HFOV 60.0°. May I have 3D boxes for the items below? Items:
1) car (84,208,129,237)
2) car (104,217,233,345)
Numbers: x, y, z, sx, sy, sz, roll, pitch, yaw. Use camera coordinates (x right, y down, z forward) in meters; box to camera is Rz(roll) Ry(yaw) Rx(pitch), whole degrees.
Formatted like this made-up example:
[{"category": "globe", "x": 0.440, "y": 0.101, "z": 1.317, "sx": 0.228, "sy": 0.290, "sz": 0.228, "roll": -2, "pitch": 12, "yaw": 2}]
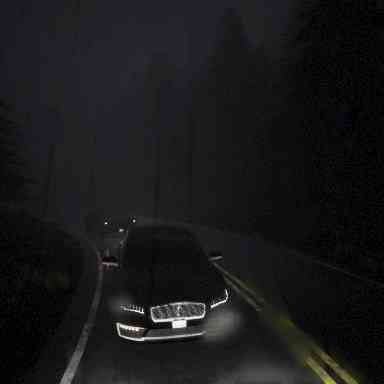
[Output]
[{"category": "car", "x": -4.618, "y": 1.609, "z": 18.511, "sx": 1.895, "sy": 1.301, "sz": 4.718, "roll": -3, "pitch": 1, "yaw": -29}, {"category": "car", "x": -0.641, "y": 1.494, "z": 6.775, "sx": 1.837, "sy": 1.490, "sz": 4.892, "roll": -1, "pitch": 0, "yaw": -11}]
